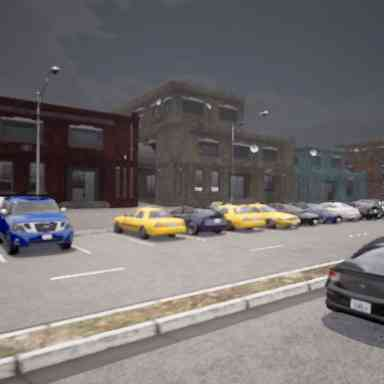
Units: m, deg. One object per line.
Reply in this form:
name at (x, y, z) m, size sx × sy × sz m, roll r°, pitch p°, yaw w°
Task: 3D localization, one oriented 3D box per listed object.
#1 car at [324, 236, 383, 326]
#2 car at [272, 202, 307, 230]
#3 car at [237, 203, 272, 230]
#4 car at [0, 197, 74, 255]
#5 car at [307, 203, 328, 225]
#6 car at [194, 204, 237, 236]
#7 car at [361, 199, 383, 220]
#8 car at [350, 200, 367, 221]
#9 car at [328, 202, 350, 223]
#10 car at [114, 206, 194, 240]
car at (4.375, 1.535, 6.299) m, size 4.674 × 1.442 × 1.812 m, roll 0°, pitch 0°, yaw -36°
car at (4.528, 1.502, 21.907) m, size 1.946 × 1.575 × 5.366 m, roll 0°, pitch 0°, yaw -36°
car at (2.073, 1.495, 20.585) m, size 1.946 × 1.575 × 5.366 m, roll 0°, pitch 0°, yaw -36°
car at (-6.717, 1.233, 13.924) m, size 2.435 × 2.045 × 5.566 m, roll 0°, pitch 0°, yaw -36°
car at (6.669, 1.543, 23.651) m, size 2.163 × 1.488 × 4.792 m, roll 0°, pitch 0°, yaw -36°
car at (-0.064, 1.523, 18.837) m, size 2.163 × 1.488 × 4.792 m, roll 0°, pitch 0°, yaw -36°
car at (13.332, 1.573, 28.552) m, size 2.163 × 1.488 × 4.792 m, roll 0°, pitch 0°, yaw -36°
car at (11.088, 1.572, 26.887) m, size 2.002 × 1.452 × 4.674 m, roll 0°, pitch 0°, yaw -36°
car at (8.900, 1.551, 25.268) m, size 2.163 × 1.488 × 4.792 m, roll 0°, pitch 0°, yaw -36°
car at (-2.386, 1.486, 17.340) m, size 1.946 × 1.575 × 5.366 m, roll 0°, pitch 0°, yaw -36°
